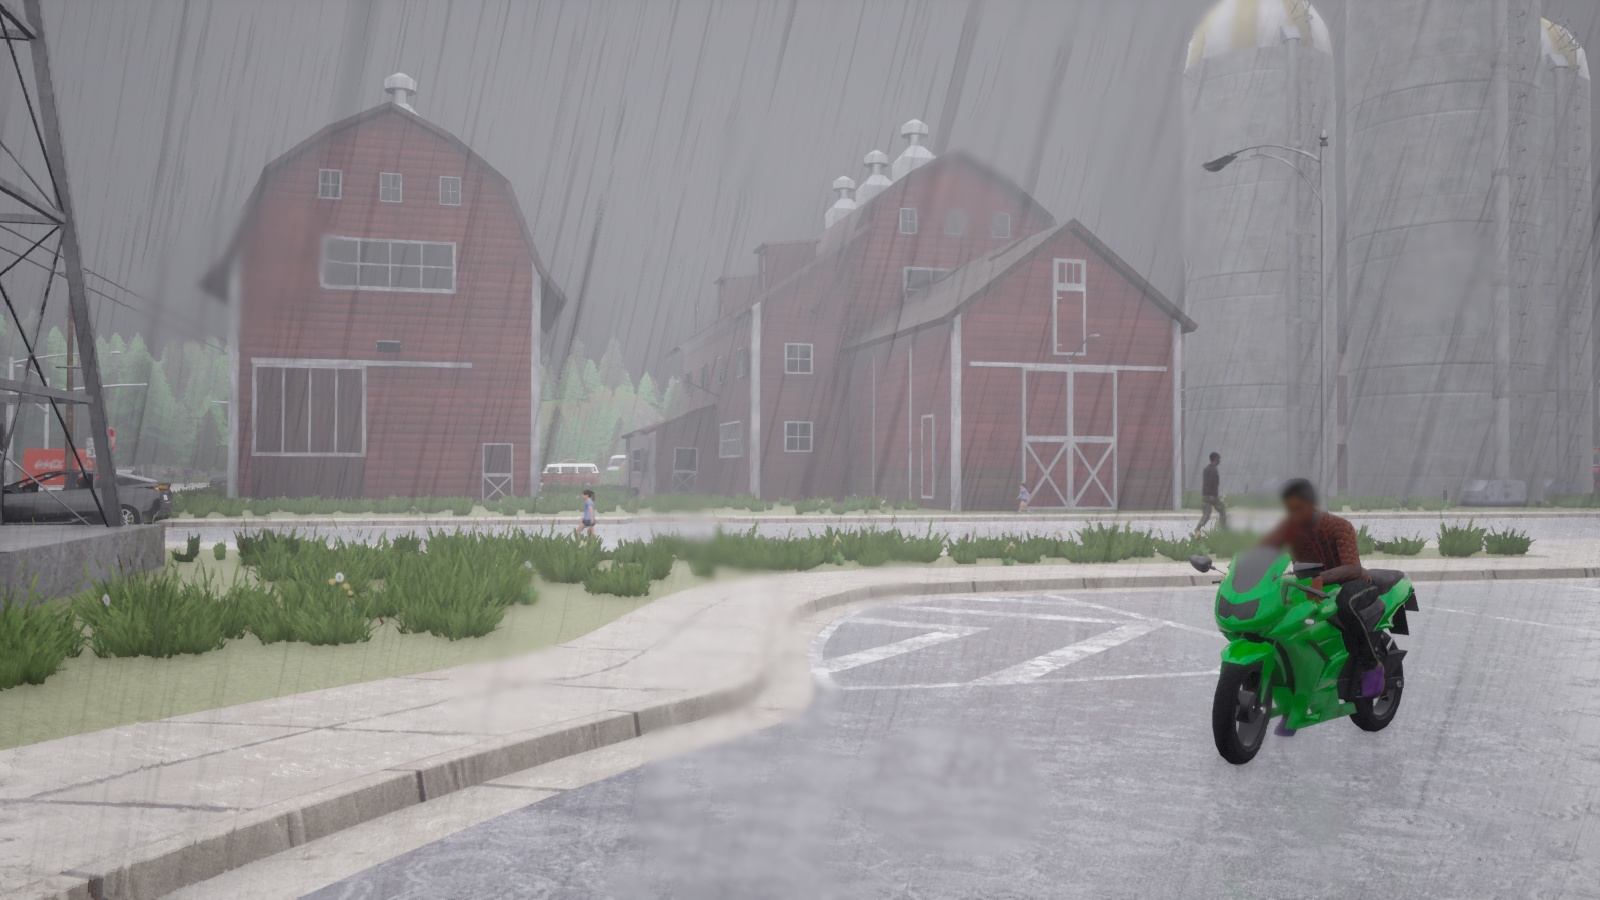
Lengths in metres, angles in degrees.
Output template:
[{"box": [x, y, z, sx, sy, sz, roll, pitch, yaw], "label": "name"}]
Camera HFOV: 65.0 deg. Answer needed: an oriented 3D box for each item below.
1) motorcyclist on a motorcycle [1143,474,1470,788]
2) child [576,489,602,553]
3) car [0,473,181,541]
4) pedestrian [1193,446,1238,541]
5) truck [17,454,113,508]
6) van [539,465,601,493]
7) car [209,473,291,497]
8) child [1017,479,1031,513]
[{"box": [2.901, 0.904, 7.094, 2.044, 1.523, 0.797, 1, -1, -39], "label": "motorcyclist on a motorcycle"}, {"box": [-3.694, 1.234, 22.025, 0.394, 1.110, 0.255, 0, -1, 5], "label": "child"}, {"box": [-17.472, 1.334, 29.985, 4.514, 1.525, 2.007, 0, -1, -15], "label": "car"}, {"box": [8.195, 0.852, 24.779, 0.703, 1.840, 0.431, 0, -1, -14], "label": "pedestrian"}, {"box": [-35.317, 1.483, 60.529, 2.627, 2.467, 5.204, 0, -1, -14], "label": "truck"}, {"box": [-17.421, 2.174, 95.091, 4.480, 2.038, 2.069, 0, -1, -15], "label": "van"}, {"box": [-37.640, 2.389, 86.059, 4.892, 1.490, 1.837, -1, -1, -15], "label": "car"}, {"box": [7.446, 1.519, 41.726, 0.394, 1.110, 0.255, 0, -1, -16], "label": "child"}]
